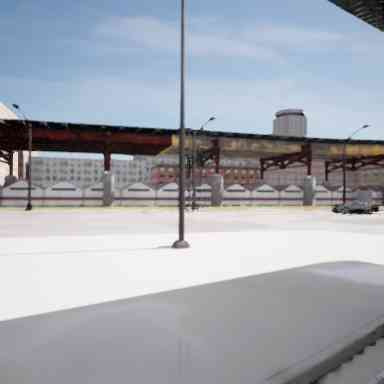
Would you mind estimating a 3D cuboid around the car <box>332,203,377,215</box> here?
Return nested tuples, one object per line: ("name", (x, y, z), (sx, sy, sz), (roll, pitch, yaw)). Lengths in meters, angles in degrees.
("car", (18.122, 1.916, 37.726), (4.181, 1.385, 1.994), (0, -1, -3))

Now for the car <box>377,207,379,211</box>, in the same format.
("car", (20.546, 1.992, 41.486), (4.718, 1.301, 1.895), (0, 0, 0))
